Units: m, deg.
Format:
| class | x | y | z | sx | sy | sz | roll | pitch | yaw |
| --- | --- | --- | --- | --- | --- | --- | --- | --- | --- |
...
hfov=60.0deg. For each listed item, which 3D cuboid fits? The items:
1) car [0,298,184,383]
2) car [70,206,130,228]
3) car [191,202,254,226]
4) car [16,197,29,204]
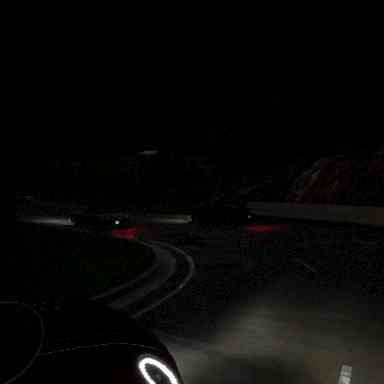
| class | x | y | z | sx | sy | sz | roll | pitch | yaw |
| --- | --- | --- | --- | --- | --- | --- | --- | --- | --- |
| car | -2.251 | 1.354 | 2.183 | 4.553 | 1.767 | 2.097 | 0 | 0 | -30 |
| car | -6.300 | 1.617 | 22.370 | 4.718 | 1.301 | 1.895 | 0 | 0 | 43 |
| car | 2.076 | 1.491 | 23.706 | 1.882 | 1.535 | 5.008 | 0 | 0 | -43 |
| car | -32.572 | 1.605 | 63.984 | 1.994 | 1.385 | 4.181 | 0 | 0 | -33 |
